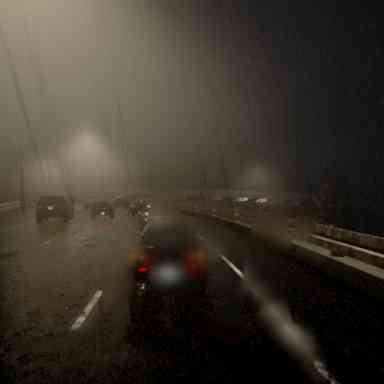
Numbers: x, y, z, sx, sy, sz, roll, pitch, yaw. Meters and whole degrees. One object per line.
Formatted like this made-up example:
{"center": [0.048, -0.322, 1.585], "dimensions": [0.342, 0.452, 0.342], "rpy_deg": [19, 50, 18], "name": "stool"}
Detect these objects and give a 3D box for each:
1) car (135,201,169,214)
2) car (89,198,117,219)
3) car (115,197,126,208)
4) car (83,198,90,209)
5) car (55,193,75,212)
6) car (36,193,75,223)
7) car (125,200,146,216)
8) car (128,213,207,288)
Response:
{"center": [-2.308, 1.523, 20.647], "dimensions": [2.033, 1.411, 5.357], "rpy_deg": [0, 0, -10], "name": "car"}
{"center": [-7.900, 1.476, 29.381], "dimensions": [1.837, 1.490, 4.892], "rpy_deg": [0, 0, -16], "name": "car"}
{"center": [-9.985, 1.458, 45.161], "dimensions": [1.837, 1.490, 4.892], "rpy_deg": [0, 0, -23], "name": "car"}
{"center": [-13.081, 1.523, 43.505], "dimensions": [1.994, 1.385, 4.181], "rpy_deg": [0, 0, -23], "name": "car"}
{"center": [-15.446, 1.191, 40.259], "dimensions": [2.150, 2.045, 5.566], "rpy_deg": [0, 0, -23], "name": "car"}
{"center": [-10.490, 1.202, 25.744], "dimensions": [2.150, 2.045, 5.566], "rpy_deg": [0, 0, -14], "name": "car"}
{"center": [-4.968, 1.490, 31.732], "dimensions": [1.812, 1.442, 4.674], "rpy_deg": [0, 0, -16], "name": "car"}
{"center": [-0.667, 1.515, 9.138], "dimensions": [1.812, 1.442, 4.674], "rpy_deg": [0, 0, -4], "name": "car"}
